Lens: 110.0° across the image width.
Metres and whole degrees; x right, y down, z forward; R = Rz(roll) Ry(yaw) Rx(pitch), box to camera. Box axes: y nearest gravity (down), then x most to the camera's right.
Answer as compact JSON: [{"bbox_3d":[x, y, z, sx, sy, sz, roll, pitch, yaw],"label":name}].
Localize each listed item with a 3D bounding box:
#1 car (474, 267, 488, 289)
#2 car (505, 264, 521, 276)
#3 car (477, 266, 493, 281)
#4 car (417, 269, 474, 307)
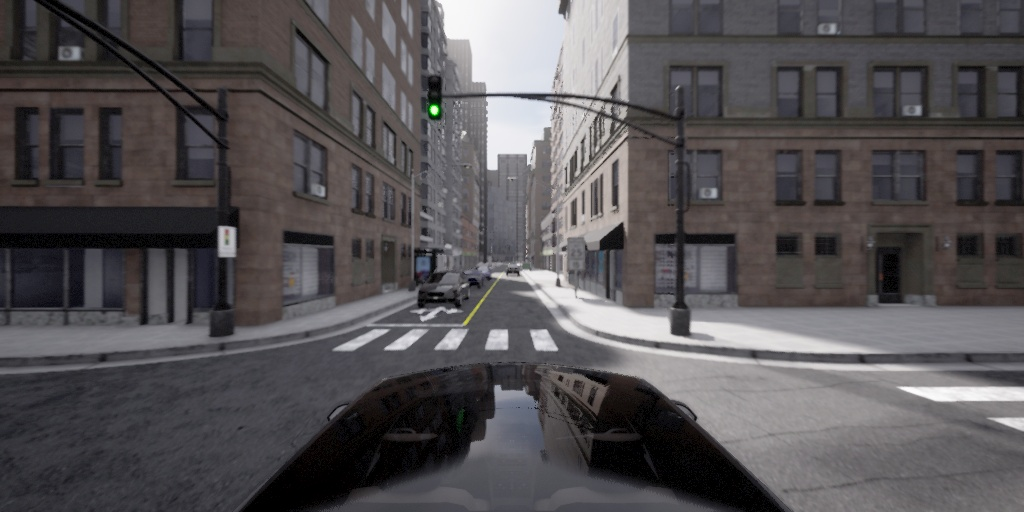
[{"bbox_3d":[-3.083,1.694,26.929,1.895,1.301,4.718,0,-1,0],"label":"car"},{"bbox_3d":[0.120,1.873,48.006,1.837,1.490,4.892,0,-1,0],"label":"car"},{"bbox_3d":[-3.072,1.747,37.161,1.812,1.442,4.674,0,-1,0],"label":"car"},{"bbox_3d":[-3.095,1.478,16.966,1.837,1.490,4.892,0,-1,0],"label":"car"}]
